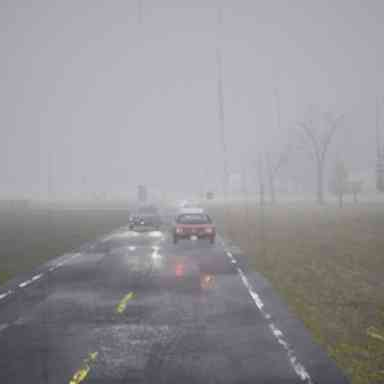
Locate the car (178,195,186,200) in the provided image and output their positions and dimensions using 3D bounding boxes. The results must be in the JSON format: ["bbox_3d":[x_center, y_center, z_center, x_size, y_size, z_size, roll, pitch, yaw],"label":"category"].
[{"bbox_3d":[-2.870,1.641,95.169,1.837,1.490,4.892,0,0,0],"label":"car"}]

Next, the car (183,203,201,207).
[{"bbox_3d":[0.060,1.673,31.632,1.895,1.301,4.718,0,0,0],"label":"car"}]

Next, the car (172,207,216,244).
[{"bbox_3d":[0.081,1.640,16.088,1.895,1.301,4.718,0,0,0],"label":"car"}]

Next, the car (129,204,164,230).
[{"bbox_3d":[-2.865,1.557,21.691,1.837,1.490,4.892,0,0,0],"label":"car"}]
